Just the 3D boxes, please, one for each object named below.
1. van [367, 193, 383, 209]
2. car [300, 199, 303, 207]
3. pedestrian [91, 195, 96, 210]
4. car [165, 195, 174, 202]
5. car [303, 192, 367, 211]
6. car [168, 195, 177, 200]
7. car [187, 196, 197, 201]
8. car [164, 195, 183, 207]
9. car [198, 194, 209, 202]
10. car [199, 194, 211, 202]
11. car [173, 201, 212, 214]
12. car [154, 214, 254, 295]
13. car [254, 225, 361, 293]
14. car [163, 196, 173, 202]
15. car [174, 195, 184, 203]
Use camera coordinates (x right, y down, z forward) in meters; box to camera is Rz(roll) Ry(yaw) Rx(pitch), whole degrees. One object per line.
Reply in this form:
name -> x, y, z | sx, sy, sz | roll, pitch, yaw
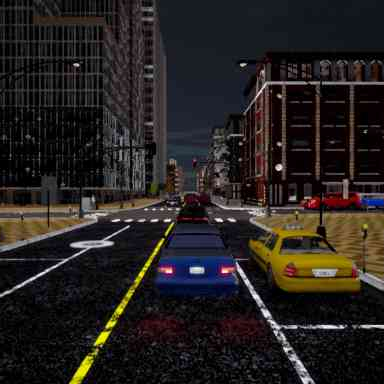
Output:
van -> 20.964, 1.050, 38.986 | 3.998, 1.788, 1.690 | -1, 1, -1
car -> 15.308, 1.095, 38.925 | 5.009, 1.841, 2.192 | -1, 1, -1
pedestrian -> -12.354, 1.270, 41.567 | 0.375, 1.860, 0.375 | 0, 1, -1
car -> -5.328, 1.550, 80.157 | 1.887, 1.381, 4.507 | 0, 0, 0
car -> 15.614, 1.002, 36.468 | 5.566, 2.045, 2.150 | -1, 0, -1
car -> -5.329, 1.558, 91.343 | 2.008, 1.369, 4.403 | 0, 0, 0
car -> -0.002, 1.558, 71.234 | 1.994, 1.385, 4.181 | 0, 0, 0
car -> -2.851, 1.494, 51.221 | 2.128, 1.511, 4.902 | 0, 0, 0
car -> 2.553, 1.320, 74.565 | 2.192, 1.841, 5.009 | 0, 0, 0
car -> 2.555, 1.318, 63.379 | 2.192, 1.841, 5.009 | 0, 0, 0
car -> 0.081, 1.505, 18.622 | 1.837, 1.490, 4.892 | 0, 0, 0
car -> 0.096, 1.547, 8.881 | 2.033, 1.411, 5.357 | 0, 0, 0
car -> 2.563, 1.525, 8.732 | 1.752, 1.417, 4.829 | 0, 0, 0
car -> -5.327, 1.556, 74.564 | 2.008, 1.369, 4.403 | 0, 0, 0
car -> -2.760, 1.482, 71.334 | 1.882, 1.535, 5.008 | 0, 0, 0
